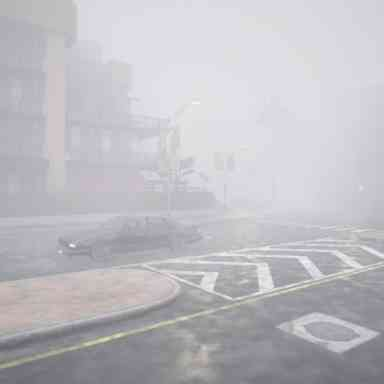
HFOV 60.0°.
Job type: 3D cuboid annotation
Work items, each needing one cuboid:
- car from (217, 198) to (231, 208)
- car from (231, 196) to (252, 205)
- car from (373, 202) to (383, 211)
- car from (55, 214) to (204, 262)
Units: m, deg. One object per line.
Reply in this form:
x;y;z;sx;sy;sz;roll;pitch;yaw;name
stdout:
2.841;1.493;47.584;2.128;1.511;4.902;0;0;-35;car
8.411;1.491;58.281;2.128;1.511;4.902;0;0;-35;car
22.999;1.505;37.397;1.837;1.490;4.892;0;0;-35;car
-2.090;1.547;12.332;5.357;1.411;2.033;0;0;-36;car
